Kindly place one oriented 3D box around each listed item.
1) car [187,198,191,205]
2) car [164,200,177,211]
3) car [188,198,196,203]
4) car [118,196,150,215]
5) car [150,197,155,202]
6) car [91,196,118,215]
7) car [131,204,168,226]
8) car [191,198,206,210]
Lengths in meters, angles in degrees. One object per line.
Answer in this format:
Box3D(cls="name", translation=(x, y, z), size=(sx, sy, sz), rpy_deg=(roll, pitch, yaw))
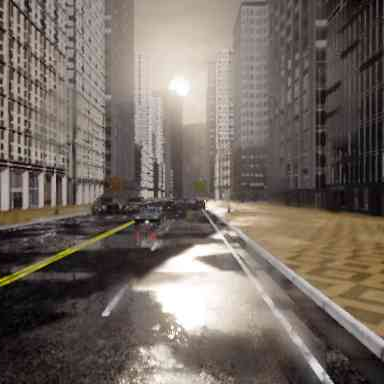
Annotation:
Box3D(cls="car", translation=(0.001, 2.046, 69.873), size=(2.033, 1.411, 5.357), rpy_deg=(0, 0, 0))
Box3D(cls="car", translation=(-3.149, 1.917, 48.101), size=(1.837, 1.490, 4.892), rpy_deg=(0, 0, 0))
Box3D(cls="car", translation=(0.002, 2.307, 90.660), size=(2.033, 1.411, 5.357), rpy_deg=(0, 0, 0))
Box3D(cls="car", translation=(-6.587, 1.550, 38.595), size=(2.150, 2.045, 5.566), rpy_deg=(0, 0, 0))
Box3D(cls="car", translation=(-9.749, 1.766, 78.683), size=(1.882, 1.535, 5.008), rpy_deg=(0, 0, 0))
Box3D(cls="car", translation=(-9.837, 1.546, 38.173), size=(2.150, 2.045, 5.566), rpy_deg=(0, 0, 0))
Box3D(cls="car", translation=(-3.150, 1.819, 25.534), size=(1.895, 1.301, 4.718), rpy_deg=(0, 0, 0))
Box3D(cls="car", translation=(1.139, 1.938, 50.646), size=(1.837, 1.490, 4.892), rpy_deg=(0, -1, 0))
